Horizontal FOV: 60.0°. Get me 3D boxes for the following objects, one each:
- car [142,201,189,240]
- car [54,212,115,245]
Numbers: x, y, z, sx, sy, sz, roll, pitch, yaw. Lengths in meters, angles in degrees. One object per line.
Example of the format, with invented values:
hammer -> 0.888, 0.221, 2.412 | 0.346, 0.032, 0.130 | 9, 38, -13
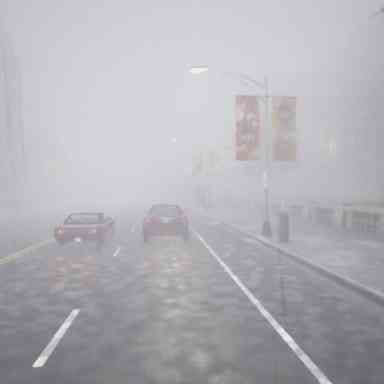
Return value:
car -> -1.364, 1.318, 16.870 | 2.097, 1.767, 4.553 | 0, 0, -5
car -> -4.736, 1.585, 15.404 | 1.895, 1.301, 4.718 | 0, 0, -5
